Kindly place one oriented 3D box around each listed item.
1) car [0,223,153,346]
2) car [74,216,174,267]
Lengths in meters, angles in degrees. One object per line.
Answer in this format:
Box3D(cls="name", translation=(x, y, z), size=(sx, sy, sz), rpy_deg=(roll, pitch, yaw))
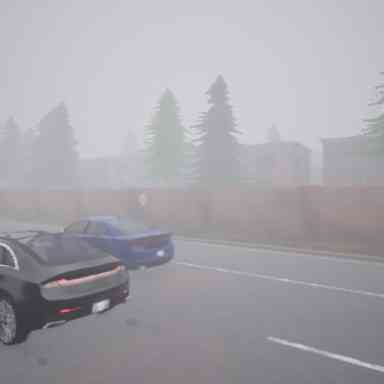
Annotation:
Box3D(cls="car", translation=(-3.335, 1.495, 6.405), size=(4.902, 1.511, 2.128), rpy_deg=(0, 0, 36))
Box3D(cls="car", translation=(-2.852, 1.493, 10.366), size=(5.008, 1.535, 1.882), rpy_deg=(0, 0, 36))
